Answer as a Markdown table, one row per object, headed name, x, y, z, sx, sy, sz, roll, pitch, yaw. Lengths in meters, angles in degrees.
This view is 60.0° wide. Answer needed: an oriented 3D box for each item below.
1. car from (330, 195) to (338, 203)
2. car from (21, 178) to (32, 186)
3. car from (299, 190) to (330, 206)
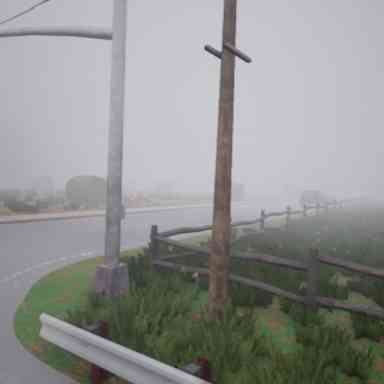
| name | x | y | z | sx | sy | sz | roll | pitch | yaw |
| --- | --- | --- | --- | --- | --- | --- | --- | --- | --- |
| car | 21.002 | 1.124 | 50.842 | 1.994 | 1.385 | 4.181 | 3 | 2 | 33 |
| car | -39.333 | -2.398 | 79.353 | 1.905 | 1.878 | 3.866 | 8 | 2 | -13 |
| car | 15.249 | 0.801 | 41.945 | 2.150 | 2.045 | 5.566 | 3 | 2 | 34 |
